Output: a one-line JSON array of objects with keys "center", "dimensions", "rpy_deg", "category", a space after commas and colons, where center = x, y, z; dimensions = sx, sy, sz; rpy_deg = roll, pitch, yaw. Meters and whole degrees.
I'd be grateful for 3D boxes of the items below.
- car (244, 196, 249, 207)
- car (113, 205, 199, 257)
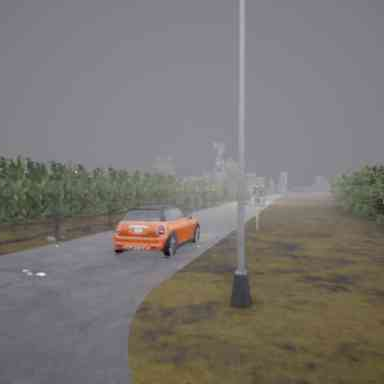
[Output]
[{"center": [8.040, 1.230, 44.390], "dimensions": [2.033, 1.411, 5.357], "rpy_deg": [0, 1, 16], "category": "car"}, {"center": [-1.180, 1.290, 13.016], "dimensions": [2.097, 1.767, 4.553], "rpy_deg": [0, 0, 16], "category": "car"}]
